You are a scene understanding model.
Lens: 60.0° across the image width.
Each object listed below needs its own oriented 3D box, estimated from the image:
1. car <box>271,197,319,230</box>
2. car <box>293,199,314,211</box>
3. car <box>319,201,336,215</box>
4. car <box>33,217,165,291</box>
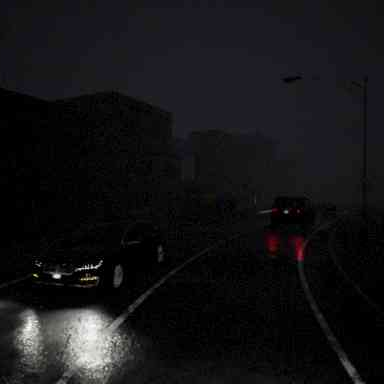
[{"bbox_3d":[6.899,1.343,22.414,2.150,2.045,5.566,1,-1,27],"label":"car"},{"bbox_3d":[15.596,1.729,46.285,1.882,1.535,5.008,1,0,29],"label":"car"},{"bbox_3d":[15.324,1.732,38.091,1.882,1.535,5.008,1,0,29],"label":"car"},{"bbox_3d":[-2.193,1.496,9.218,1.837,1.490,4.892,0,0,14],"label":"car"}]
